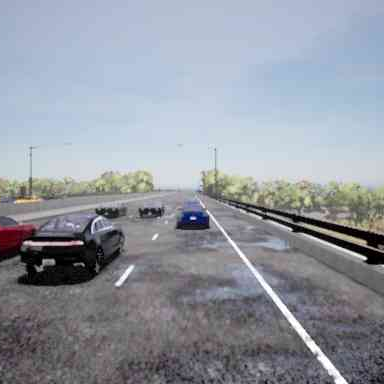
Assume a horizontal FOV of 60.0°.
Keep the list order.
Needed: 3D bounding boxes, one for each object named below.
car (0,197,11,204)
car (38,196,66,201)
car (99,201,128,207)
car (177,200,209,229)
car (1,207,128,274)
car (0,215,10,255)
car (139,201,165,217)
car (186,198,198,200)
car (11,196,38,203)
[{"bbox_3d":[-24.582,1.361,43.363,2.033,1.411,5.357,0,0,0],"label":"car"},{"bbox_3d":[-17.584,1.322,43.053,1.837,1.490,4.892,0,0,0],"label":"car"},{"bbox_3d":[-6.951,1.470,29.281,1.895,1.301,4.718,0,0,0],"label":"car"},{"bbox_3d":[0.061,1.467,21.132,1.994,1.385,4.181,0,0,0],"label":"car"},{"bbox_3d":[-3.418,1.446,10.347,2.128,1.511,4.902,0,0,0],"label":"car"},{"bbox_3d":[-6.919,1.431,10.987,1.882,1.535,5.008,0,0,0],"label":"car"},{"bbox_3d":[-3.453,1.467,29.463,1.895,1.301,4.718,0,0,0],"label":"car"},{"bbox_3d":[0.028,1.364,39.890,2.033,1.411,5.357,0,0,0],"label":"car"},{"bbox_3d":[-21.080,1.296,43.574,1.882,1.535,5.008,0,0,0],"label":"car"}]
